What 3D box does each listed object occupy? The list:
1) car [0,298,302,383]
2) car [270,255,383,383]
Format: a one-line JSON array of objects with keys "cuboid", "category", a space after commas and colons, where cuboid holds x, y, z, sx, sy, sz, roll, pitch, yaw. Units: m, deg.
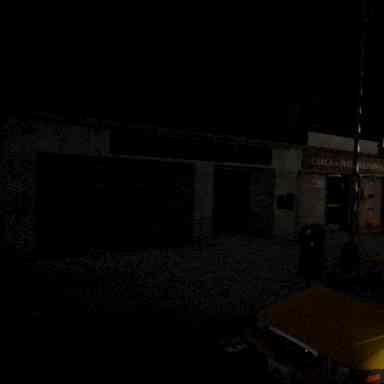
[{"cuboid": [-1.806, 1.397, 1.653, 4.507, 1.381, 1.887, 1, 2, -31], "category": "car"}, {"cuboid": [2.920, 1.465, 4.463, 4.829, 1.417, 1.752, 1, 2, -31], "category": "car"}]
